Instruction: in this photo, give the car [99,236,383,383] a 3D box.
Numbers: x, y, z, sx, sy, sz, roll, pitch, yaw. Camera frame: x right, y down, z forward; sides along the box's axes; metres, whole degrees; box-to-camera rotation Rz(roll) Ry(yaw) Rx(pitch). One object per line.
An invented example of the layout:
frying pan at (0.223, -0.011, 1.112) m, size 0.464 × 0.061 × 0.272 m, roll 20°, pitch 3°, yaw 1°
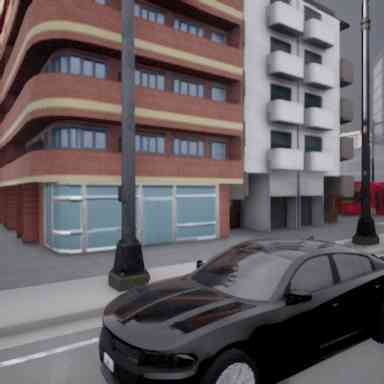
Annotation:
car at (1.213, 1.460, 4.802) m, size 5.008 × 1.535 × 1.882 m, roll 0°, pitch 0°, yaw -34°
